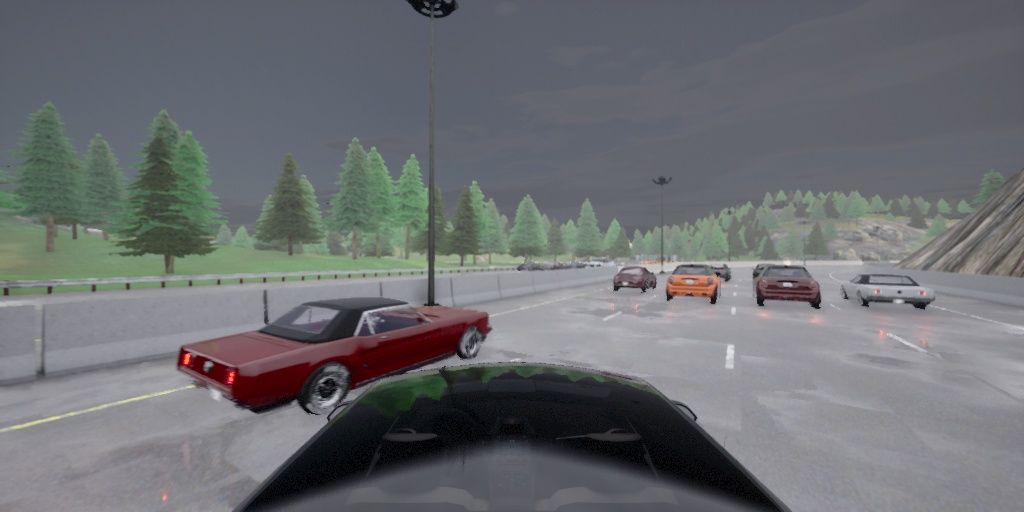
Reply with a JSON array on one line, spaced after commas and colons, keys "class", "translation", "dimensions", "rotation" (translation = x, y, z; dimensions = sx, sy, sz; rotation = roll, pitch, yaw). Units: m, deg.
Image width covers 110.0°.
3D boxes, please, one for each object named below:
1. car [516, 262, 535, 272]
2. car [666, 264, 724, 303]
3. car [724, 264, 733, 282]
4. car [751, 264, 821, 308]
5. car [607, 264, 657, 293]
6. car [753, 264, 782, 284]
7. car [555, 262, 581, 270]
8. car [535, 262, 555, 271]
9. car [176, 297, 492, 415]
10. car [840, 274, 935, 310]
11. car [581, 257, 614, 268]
[{"class": "car", "translation": [2.462, 1.545, 51.933], "dimensions": [1.994, 1.385, 4.181], "rotation": [0, 0, 37]}, {"class": "car", "translation": [9.060, 1.190, 17.759], "dimensions": [2.097, 1.767, 4.553], "rotation": [0, 0, 32]}, {"class": "car", "translation": [18.153, 1.407, 31.600], "dimensions": [2.128, 1.511, 4.902], "rotation": [0, 0, 35]}, {"class": "car", "translation": [12.184, 1.189, 16.153], "dimensions": [2.097, 1.767, 4.553], "rotation": [0, 0, 32]}, {"class": "car", "translation": [7.557, 1.380, 21.942], "dimensions": [1.812, 1.442, 4.674], "rotation": [0, 0, 32]}, {"class": "car", "translation": [21.151, 1.416, 29.779], "dimensions": [1.837, 1.490, 4.892], "rotation": [0, -1, 35]}, {"class": "car", "translation": [8.390, 1.522, 48.172], "dimensions": [2.033, 1.411, 5.357], "rotation": [0, 0, 37]}, {"class": "car", "translation": [5.650, 1.506, 50.350], "dimensions": [1.812, 1.442, 4.674], "rotation": [0, -1, 37]}, {"class": "car", "translation": [-2.358, 1.367, 6.161], "dimensions": [1.895, 1.301, 4.718], "rotation": [0, 0, 32]}, {"class": "car", "translation": [15.934, 1.441, 15.541], "dimensions": [1.895, 1.301, 4.718], "rotation": [0, 0, 32]}, {"class": "car", "translation": [11.441, 1.179, 46.406], "dimensions": [2.150, 2.045, 5.566], "rotation": [0, 0, 38]}]
